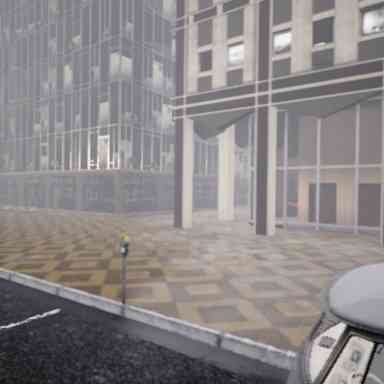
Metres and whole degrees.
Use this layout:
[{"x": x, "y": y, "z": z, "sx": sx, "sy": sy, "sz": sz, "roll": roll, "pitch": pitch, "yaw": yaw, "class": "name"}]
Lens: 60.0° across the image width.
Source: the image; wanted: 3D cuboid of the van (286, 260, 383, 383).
[{"x": 2.301, "y": 1.348, "z": 1.223, "sx": 3.998, "sy": 1.788, "sz": 1.690, "roll": 0, "pitch": 1, "yaw": 35, "class": "van"}]
